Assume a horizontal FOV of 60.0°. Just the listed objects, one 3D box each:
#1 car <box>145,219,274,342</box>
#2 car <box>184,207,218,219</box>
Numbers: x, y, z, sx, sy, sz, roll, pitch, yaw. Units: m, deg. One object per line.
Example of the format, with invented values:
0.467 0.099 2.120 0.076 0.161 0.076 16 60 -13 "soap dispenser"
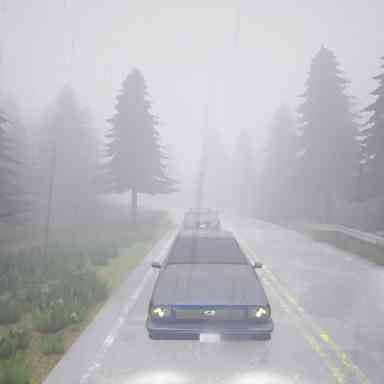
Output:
0.294 1.558 7.095 2.033 1.411 5.357 0 0 1 "car"
0.499 1.584 19.180 1.994 1.385 4.181 0 0 -2 "car"
